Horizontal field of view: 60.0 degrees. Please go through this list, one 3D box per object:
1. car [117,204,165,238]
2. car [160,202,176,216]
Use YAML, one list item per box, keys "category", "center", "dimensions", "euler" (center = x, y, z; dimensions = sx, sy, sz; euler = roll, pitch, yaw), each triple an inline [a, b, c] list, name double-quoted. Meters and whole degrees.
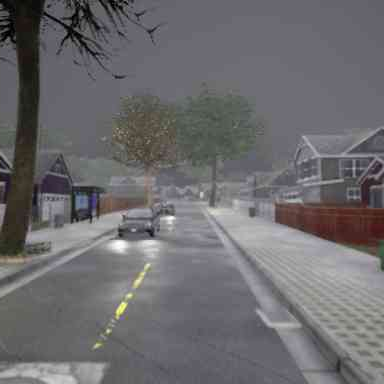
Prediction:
- category: "car"
  center: [-2.795, 1.601, 18.412]
  dimensions: [1.812, 1.442, 4.674]
  euler: [0, 0, 0]
- category: "car"
  center: [-2.750, 1.762, 34.888]
  dimensions: [1.994, 1.385, 4.181]
  euler: [0, -1, 0]
